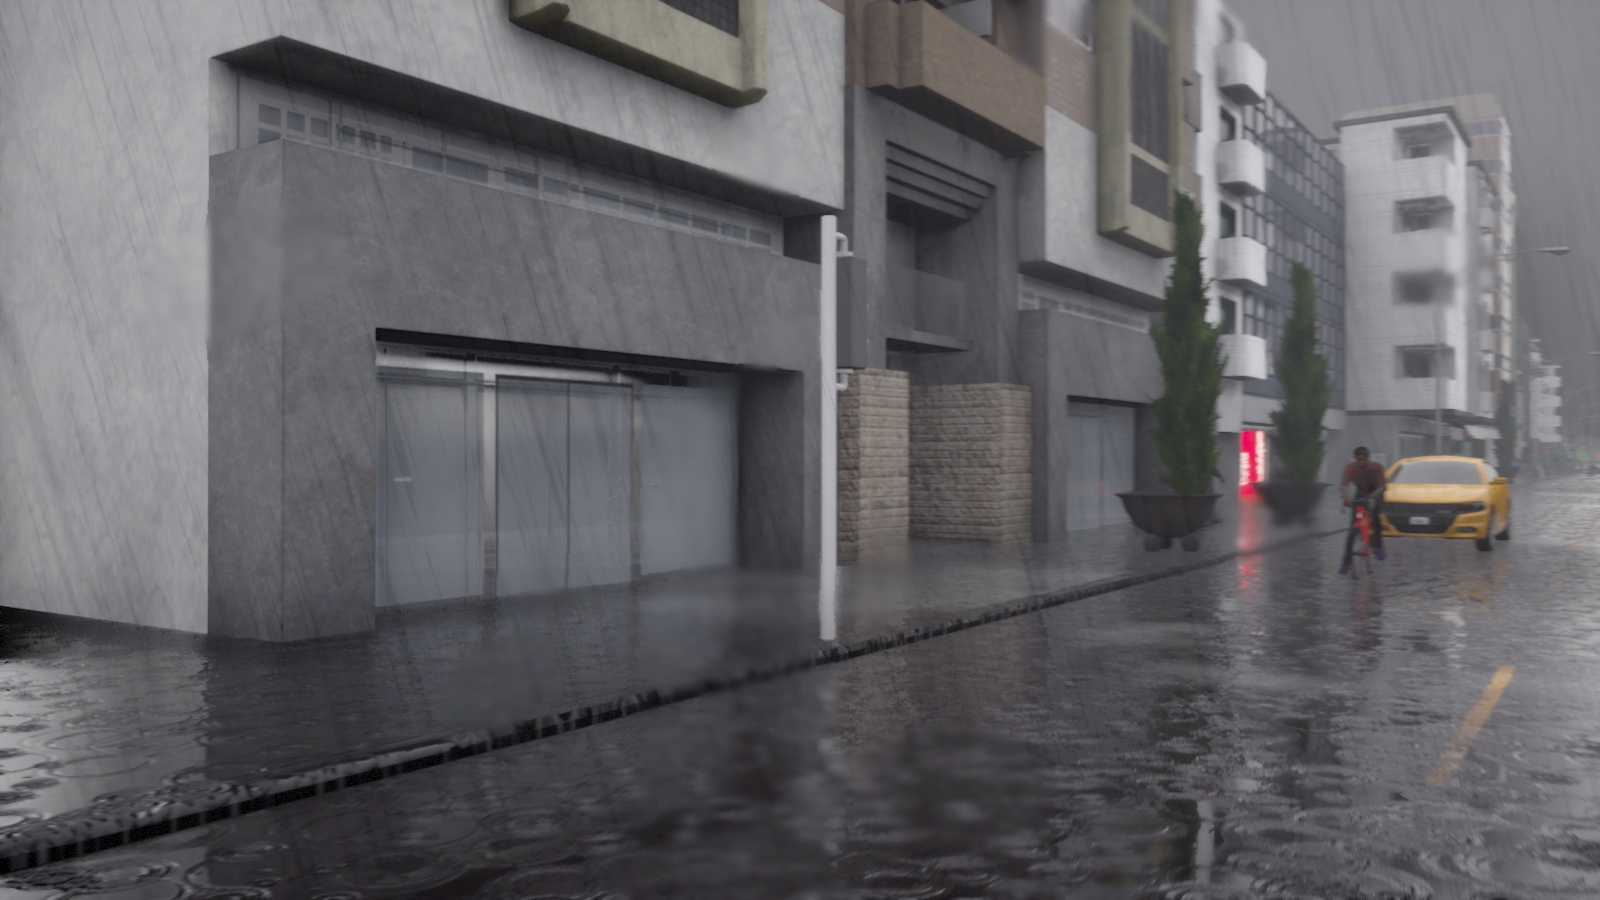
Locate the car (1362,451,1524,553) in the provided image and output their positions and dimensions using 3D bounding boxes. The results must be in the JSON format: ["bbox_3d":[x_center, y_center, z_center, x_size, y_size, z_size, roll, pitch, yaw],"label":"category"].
[{"bbox_3d":[11.089,0.789,21.458,1.882,1.535,5.008,0,0,34],"label":"car"}]

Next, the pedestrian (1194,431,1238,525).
[{"bbox_3d":[8.193,0.547,24.736,0.726,1.835,0.370,0,0,2],"label":"pedestrian"}]

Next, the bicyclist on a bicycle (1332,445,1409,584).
[{"bbox_3d":[7.049,0.750,15.488,0.582,1.620,1.656,0,0,34],"label":"bicyclist on a bicycle"}]
